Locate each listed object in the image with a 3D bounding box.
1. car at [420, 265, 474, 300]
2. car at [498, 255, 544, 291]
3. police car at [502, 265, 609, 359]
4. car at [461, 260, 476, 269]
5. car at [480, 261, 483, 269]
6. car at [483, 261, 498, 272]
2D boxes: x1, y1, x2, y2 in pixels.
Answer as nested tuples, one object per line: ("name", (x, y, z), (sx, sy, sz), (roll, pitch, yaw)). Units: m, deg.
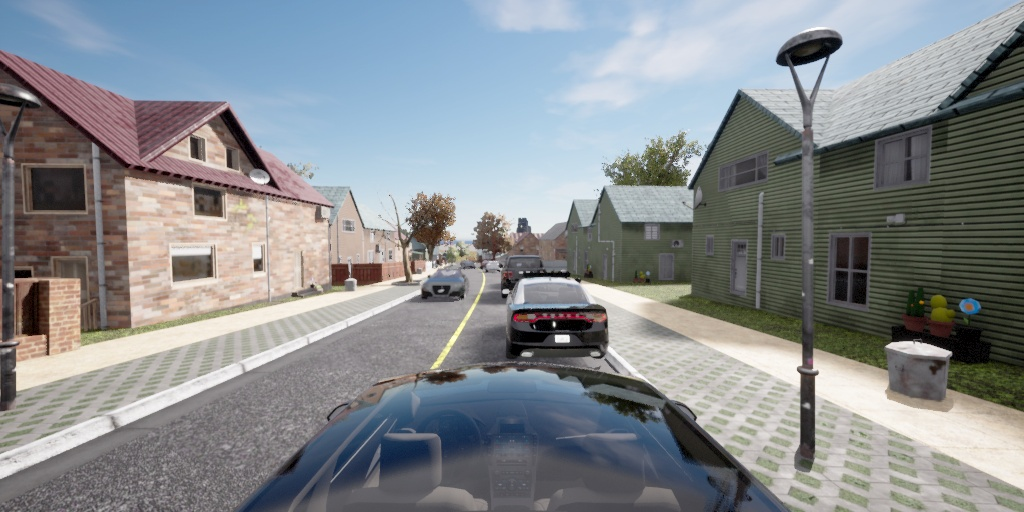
("car", (-3.171, 1.331, 17.683), (1.994, 1.385, 4.181), (0, 0, -2))
("car", (0.519, 0.986, 18.528), (2.150, 2.045, 5.566), (0, 0, -2))
("police car", (0.799, 1.173, 8.547), (1.930, 1.638, 5.238), (0, 0, -1))
("car", (-7.201, 1.557, 60.545), (1.994, 1.385, 4.181), (0, -1, -8))
("car", (-4.421, 1.504, 61.482), (1.812, 1.442, 4.674), (0, 0, -9))
("car", (-2.541, 1.407, 47.603), (1.812, 1.442, 4.674), (0, 0, -6))
